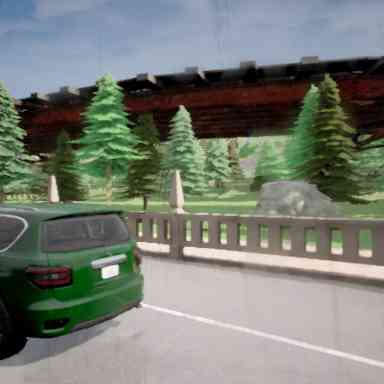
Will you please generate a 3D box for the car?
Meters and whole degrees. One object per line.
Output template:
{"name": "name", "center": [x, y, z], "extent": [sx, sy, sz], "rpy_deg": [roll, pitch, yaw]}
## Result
{"name": "car", "center": [-3.425, 1.230, 6.103], "extent": [5.566, 2.045, 2.150], "rpy_deg": [0, 0, 32]}
